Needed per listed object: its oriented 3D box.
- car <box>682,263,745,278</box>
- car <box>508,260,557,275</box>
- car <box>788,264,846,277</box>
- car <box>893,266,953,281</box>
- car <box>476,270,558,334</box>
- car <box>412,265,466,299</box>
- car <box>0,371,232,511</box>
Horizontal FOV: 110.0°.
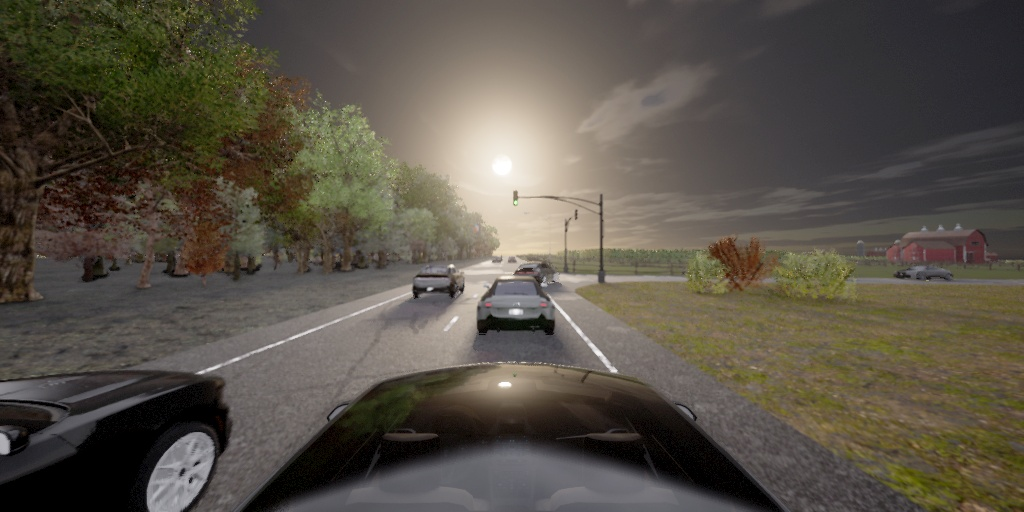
[{"bbox_3d":[19.445,1.383,34.651,5.357,1.411,2.033,1,-1,0],"label":"car"},{"bbox_3d":[1.644,1.139,23.718,1.837,1.490,4.892,-1,0,21],"label":"car"},{"bbox_3d":[29.332,1.448,34.610,4.892,1.490,1.837,0,-1,0],"label":"car"},{"bbox_3d":[39.537,1.620,34.553,4.181,1.385,1.994,1,-1,1],"label":"car"},{"bbox_3d":[0.099,1.268,10.391,1.994,1.385,4.181,0,0,0],"label":"car"},{"bbox_3d":[-3.402,1.159,17.311,2.128,1.511,4.902,0,0,0],"label":"car"},{"bbox_3d":[-3.398,1.231,1.089,1.882,1.535,5.008,0,1,0],"label":"car"}]
